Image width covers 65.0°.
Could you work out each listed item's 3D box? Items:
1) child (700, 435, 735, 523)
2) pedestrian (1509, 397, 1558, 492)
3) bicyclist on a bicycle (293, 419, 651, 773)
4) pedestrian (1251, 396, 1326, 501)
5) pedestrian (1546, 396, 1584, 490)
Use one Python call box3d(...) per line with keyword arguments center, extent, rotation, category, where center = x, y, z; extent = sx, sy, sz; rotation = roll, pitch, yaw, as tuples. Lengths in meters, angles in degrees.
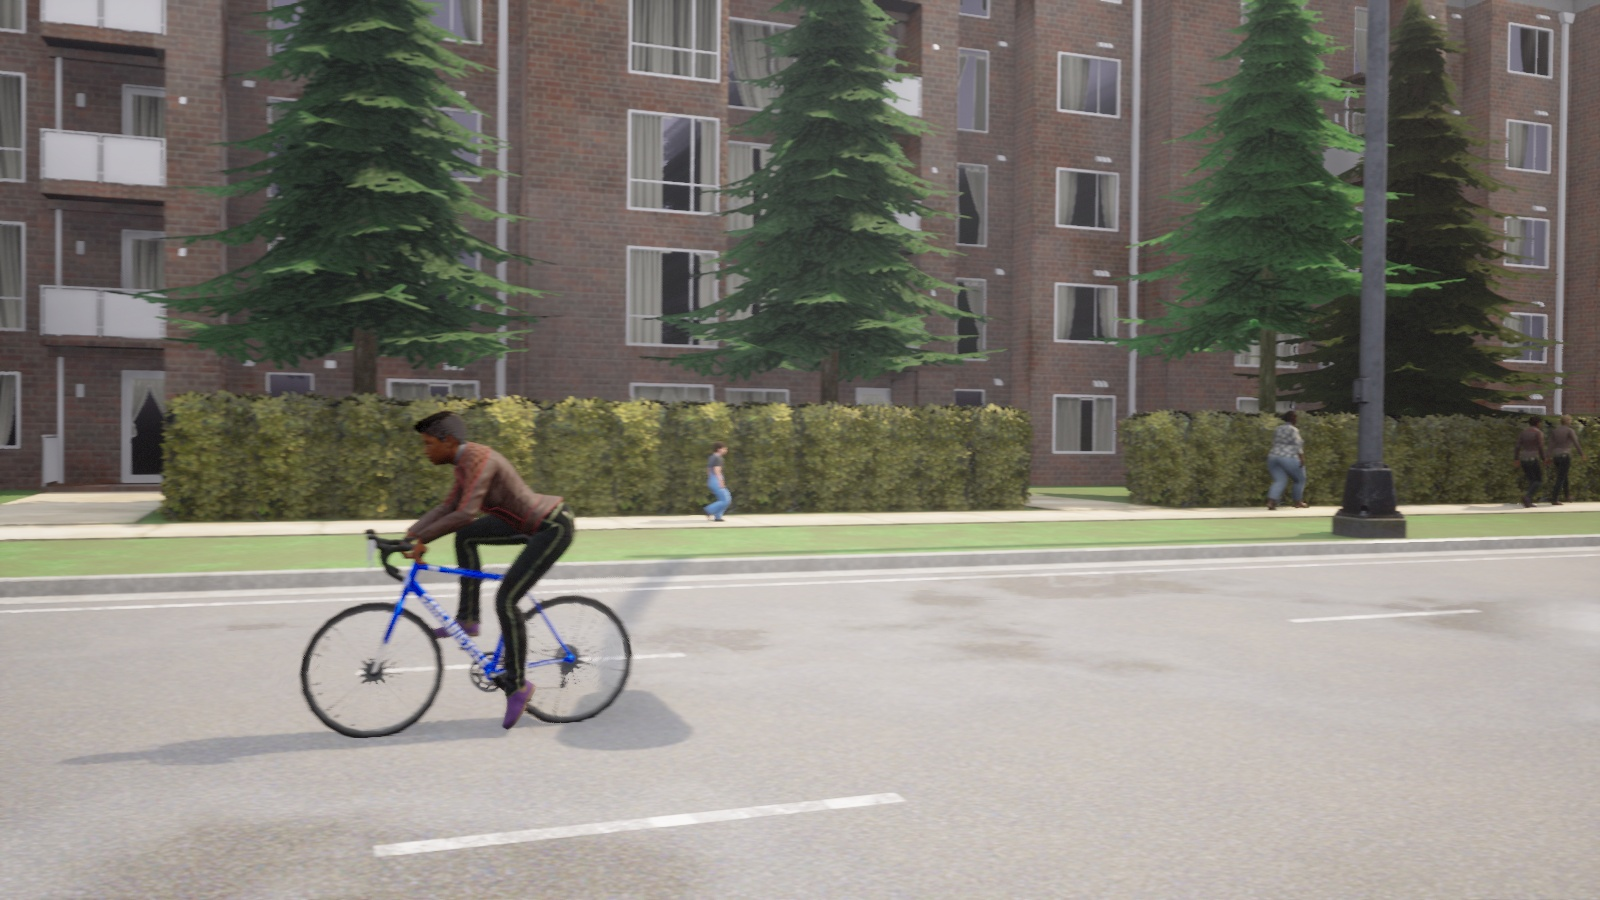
box3d(center=(-1.202, 0.422, 18.316), extent=(0.437, 1.263, 0.270), rotation=(-1, 1, -21), category="child")
box3d(center=(14.068, -0.117, 24.091), extent=(0.869, 1.805, 0.328), rotation=(-1, 1, -20), category="pedestrian")
box3d(center=(-1.648, 0.665, 6.356), extent=(1.656, 1.620, 0.582), rotation=(-1, 1, -21), category="bicyclist on a bicycle")
box3d(center=(8.837, -0.038, 22.715), extent=(0.900, 1.855, 0.874), rotation=(-1, 1, -21), category="pedestrian")
box3d(center=(15.303, -0.147, 25.120), extent=(0.634, 1.846, 0.331), rotation=(-1, 1, -21), category="pedestrian")
